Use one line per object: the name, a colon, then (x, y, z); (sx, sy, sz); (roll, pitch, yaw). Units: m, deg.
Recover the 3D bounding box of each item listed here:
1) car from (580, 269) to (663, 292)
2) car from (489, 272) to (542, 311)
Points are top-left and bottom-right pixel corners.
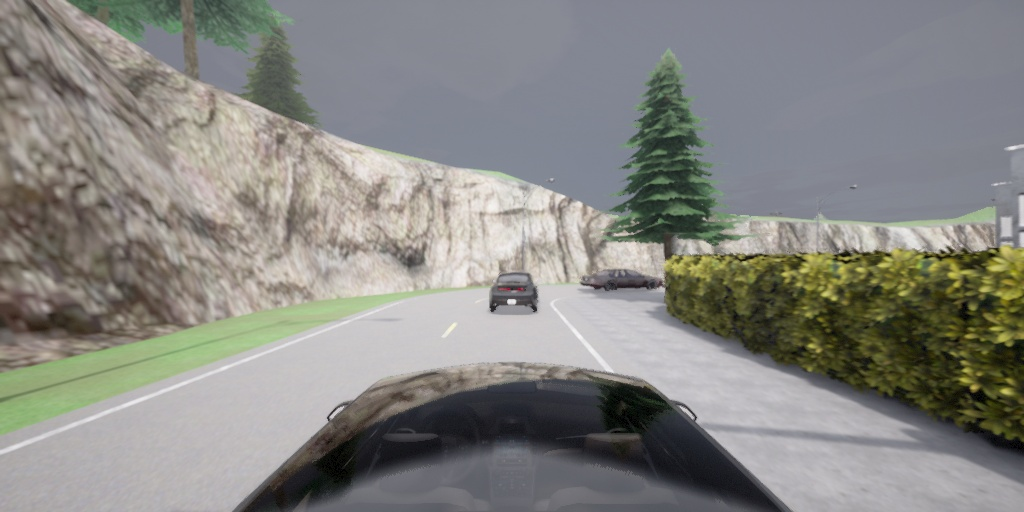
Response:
car: (7.145, 1.533, 23.342); (5.357, 1.411, 2.033); (0, -1, -14)
car: (0.207, 1.404, 15.218); (1.837, 1.490, 4.892); (0, 0, 5)
